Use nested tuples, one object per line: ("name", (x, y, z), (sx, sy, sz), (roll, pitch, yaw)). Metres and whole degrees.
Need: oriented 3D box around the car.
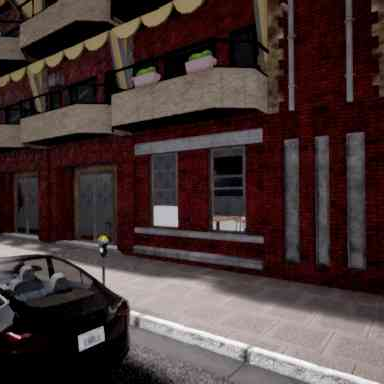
("car", (-2.739, 1.566, 4.681), (4.313, 1.339, 1.947), (0, -1, 35))
